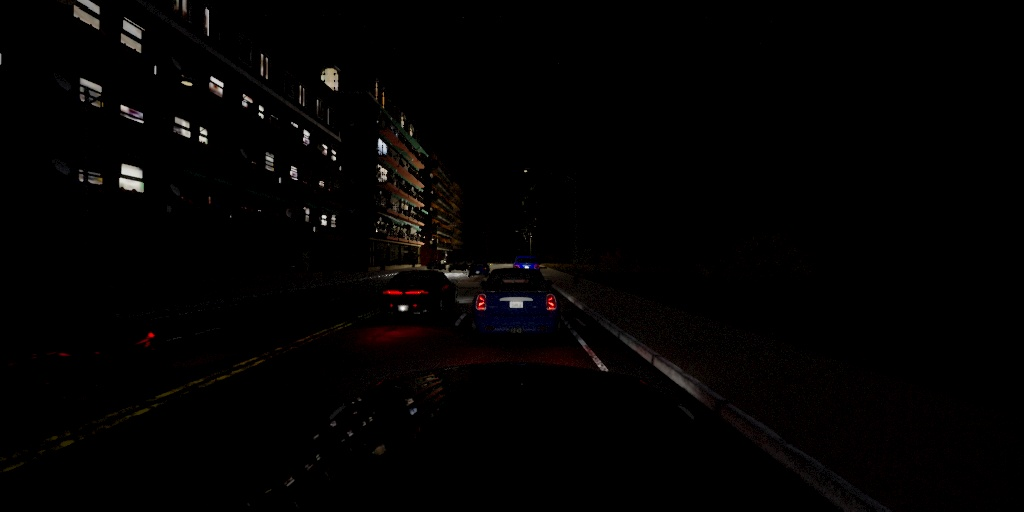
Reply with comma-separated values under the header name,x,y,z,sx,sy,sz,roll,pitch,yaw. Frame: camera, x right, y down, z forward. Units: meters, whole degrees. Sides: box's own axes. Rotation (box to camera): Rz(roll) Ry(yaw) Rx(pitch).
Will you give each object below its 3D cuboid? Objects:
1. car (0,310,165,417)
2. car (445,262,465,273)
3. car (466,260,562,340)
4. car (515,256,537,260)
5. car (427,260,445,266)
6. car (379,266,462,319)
name,x,y,z,sx,sy,sz,roll,pitch,yaw
car,-6.601,1.298,3.421,2.033,1.411,5.357,0,0,0
car,-6.598,1.354,44.000,1.895,1.301,4.718,0,0,0
car,0.098,1.103,10.112,2.097,1.767,4.553,0,0,0
car,1.139,0.979,30.065,2.150,2.045,5.566,0,0,0
car,-9.846,1.244,47.065,2.128,1.511,4.902,0,0,0
car,-3.152,1.256,12.797,1.837,1.490,4.892,0,0,0
